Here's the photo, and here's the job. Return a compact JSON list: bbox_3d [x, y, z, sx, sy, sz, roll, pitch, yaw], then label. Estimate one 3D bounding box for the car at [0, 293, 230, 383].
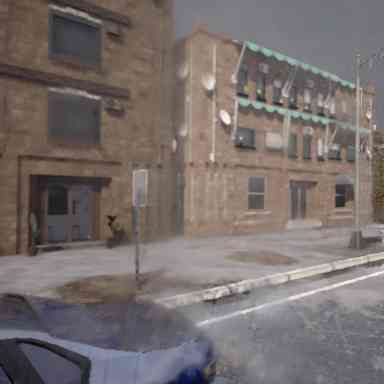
[{"bbox_3d":[-2.233,1.548,2.091,5.357,1.411,2.033,0,0,-35],"label":"car"}]
